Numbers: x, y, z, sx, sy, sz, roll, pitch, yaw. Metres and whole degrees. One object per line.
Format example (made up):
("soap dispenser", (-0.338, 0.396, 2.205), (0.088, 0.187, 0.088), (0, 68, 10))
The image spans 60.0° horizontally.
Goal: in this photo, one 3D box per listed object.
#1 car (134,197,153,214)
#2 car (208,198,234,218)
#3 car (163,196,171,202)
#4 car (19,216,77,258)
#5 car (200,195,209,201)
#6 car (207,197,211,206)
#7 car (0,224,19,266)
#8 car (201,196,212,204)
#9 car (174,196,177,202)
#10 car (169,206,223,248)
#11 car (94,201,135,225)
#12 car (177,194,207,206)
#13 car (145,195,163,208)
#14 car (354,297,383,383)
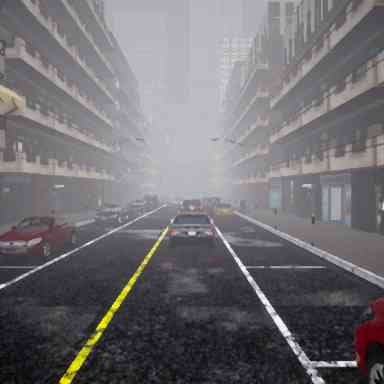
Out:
("car", (-5.700, 1.542, 35.004), (2.008, 1.369, 4.403), (-1, 0, 0))
("car", (2.679, 1.518, 29.543), (1.752, 1.417, 4.829), (-1, 0, 0))
("car", (-5.700, 1.538, 74.218), (2.008, 1.369, 4.403), (-1, 0, 0))
("car", (-5.700, 1.578, 12.596), (1.802, 1.307, 4.206), (-1, 0, 0))
("car", (3.000, 1.513, 80.602), (1.812, 1.442, 4.674), (0, 0, 0))
("car", (2.680, 1.557, 34.975), (1.947, 1.339, 4.313), (-1, 0, 0))
("car", (-5.700, 1.579, 6.994), (1.802, 1.307, 4.206), (-1, 0, 0))
("car", (2.680, 1.554, 62.985), (1.947, 1.339, 4.313), (-1, 0, 0))
("car", (-3.000, 1.502, 75.933), (1.994, 1.385, 4.181), (0, 0, 0))
("car", (0.000, 1.560, 14.651), (2.033, 1.411, 5.357), (0, 0, 0))
("car", (-5.700, 1.544, 23.801), (2.008, 1.369, 4.403), (-1, 0, 0))
("car", (0.000, 1.359, 29.623), (2.097, 1.767, 4.553), (0, 0, 0))
("car", (-5.703, 1.305, 46.208), (2.192, 1.841, 5.009), (-1, 0, 0))
("car", (2.677, 1.313, 1.363), (2.192, 1.841, 5.009), (-1, 0, 0))
